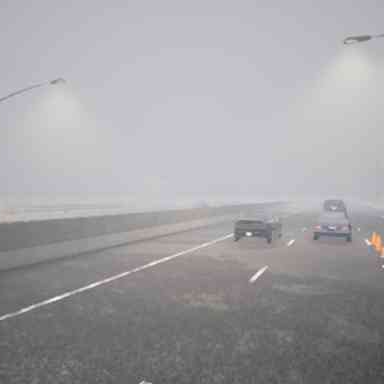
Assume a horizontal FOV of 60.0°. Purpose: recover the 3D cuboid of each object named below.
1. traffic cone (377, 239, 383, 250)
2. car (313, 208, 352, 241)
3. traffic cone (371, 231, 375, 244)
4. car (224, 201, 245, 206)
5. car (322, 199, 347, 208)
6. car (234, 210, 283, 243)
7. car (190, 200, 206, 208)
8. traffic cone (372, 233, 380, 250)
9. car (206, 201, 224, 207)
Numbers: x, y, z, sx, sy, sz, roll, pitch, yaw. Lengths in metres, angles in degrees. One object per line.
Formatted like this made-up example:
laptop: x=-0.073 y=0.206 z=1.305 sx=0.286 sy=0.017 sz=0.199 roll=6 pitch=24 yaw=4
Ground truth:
traffic cone: x=7.266 y=2.159 z=12.492 sx=0.340 sy=0.580 sz=0.340 roll=0 pitch=-1 yaw=24
car: x=7.792 y=1.827 z=18.479 sx=2.033 sy=1.411 sz=5.357 roll=0 pitch=-1 yaw=23
traffic cone: x=8.864 y=2.215 z=16.158 sx=0.340 sy=0.580 sz=0.340 roll=0 pitch=-1 yaw=24
car: x=7.047 y=2.156 z=52.264 sx=1.882 sy=1.535 sz=5.008 roll=0 pitch=-1 yaw=24
car: x=14.602 y=1.735 z=34.100 sx=2.150 sy=2.045 sz=5.566 roll=0 pitch=-1 yaw=24
car: x=3.599 y=1.745 z=17.622 sx=1.837 sy=1.490 sz=4.892 roll=0 pitch=-1 yaw=23
car: x=1.346 y=2.186 z=56.685 sx=2.128 sy=1.511 sz=4.902 roll=0 pitch=-1 yaw=24
traffic cone: x=8.065 y=2.187 z=14.325 sx=0.340 sy=0.580 sz=0.340 roll=0 pitch=-1 yaw=24
car: x=4.719 y=2.196 z=55.667 sx=2.128 sy=1.511 sz=4.902 roll=0 pitch=-1 yaw=24
